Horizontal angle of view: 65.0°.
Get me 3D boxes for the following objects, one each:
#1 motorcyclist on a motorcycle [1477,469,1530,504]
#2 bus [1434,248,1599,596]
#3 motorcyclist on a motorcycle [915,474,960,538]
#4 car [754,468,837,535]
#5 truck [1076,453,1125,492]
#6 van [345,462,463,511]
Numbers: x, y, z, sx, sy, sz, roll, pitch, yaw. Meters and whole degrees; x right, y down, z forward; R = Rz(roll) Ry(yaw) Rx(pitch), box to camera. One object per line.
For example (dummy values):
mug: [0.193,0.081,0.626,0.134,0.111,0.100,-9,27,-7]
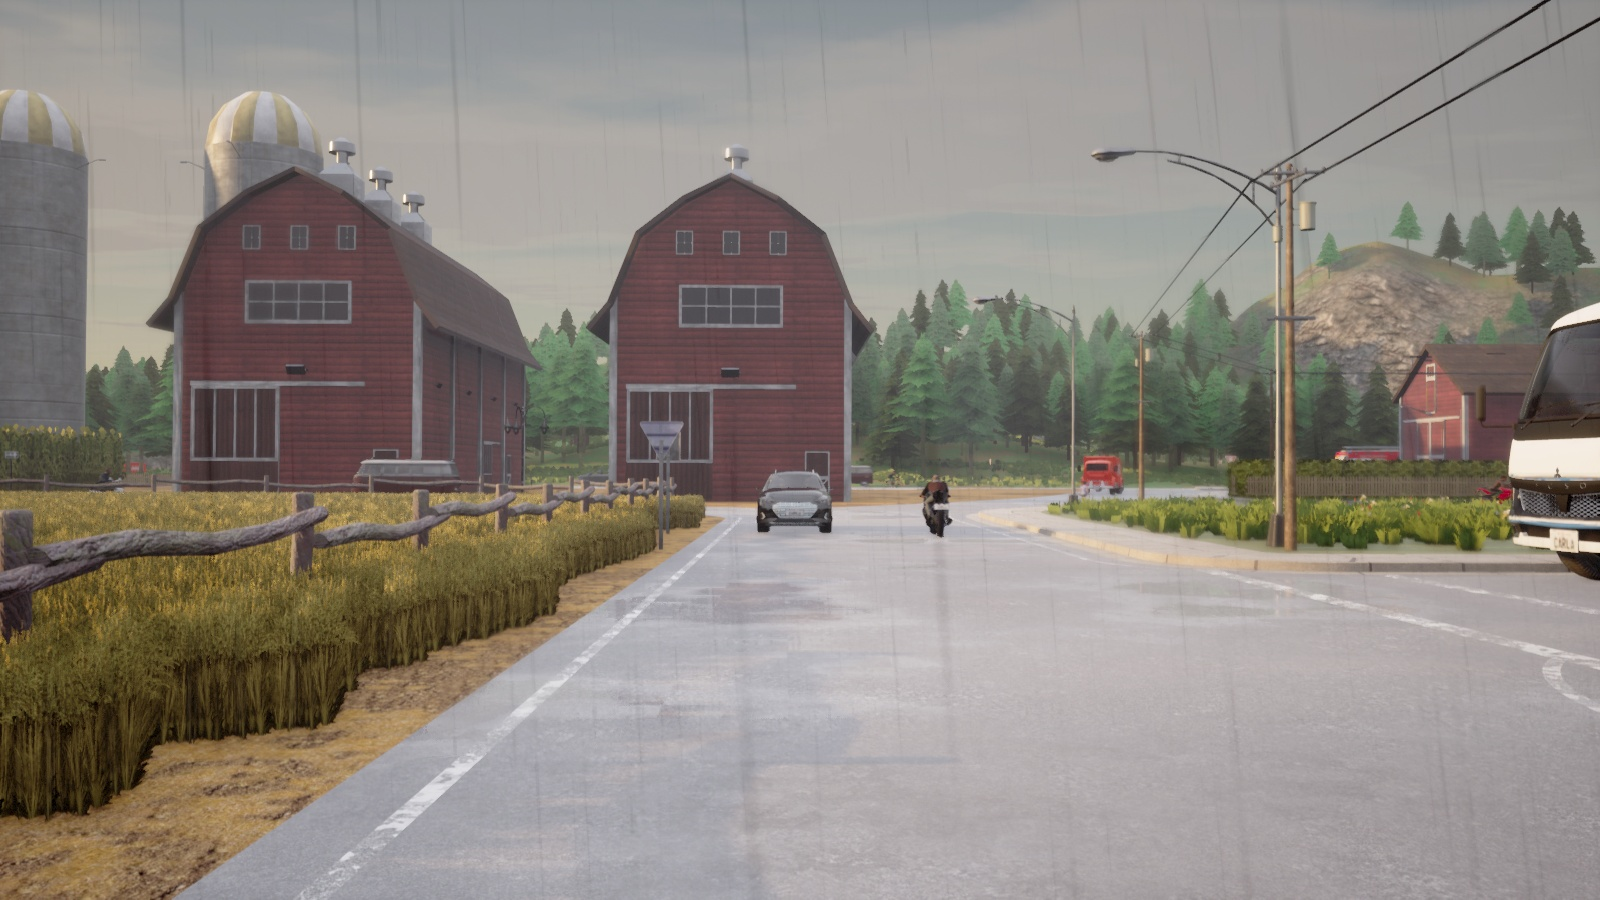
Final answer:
motorcyclist on a motorcycle: [31.645,1.628,56.528,2.044,1.523,0.797,-1,1,29]
bus: [14.868,-0.328,17.281,10.273,4.253,3.944,0,-1,-1]
motorcyclist on a motorcycle: [3.380,1.363,31.108,0.866,1.530,2.191,0,-1,0]
car: [-0.134,1.309,33.280,2.033,1.649,4.856,0,-1,0]
truck: [19.602,1.484,81.764,2.627,2.467,5.204,-1,-1,19]
van: [-16.654,1.530,52.928,4.442,1.987,1.775,0,-1,-3]
